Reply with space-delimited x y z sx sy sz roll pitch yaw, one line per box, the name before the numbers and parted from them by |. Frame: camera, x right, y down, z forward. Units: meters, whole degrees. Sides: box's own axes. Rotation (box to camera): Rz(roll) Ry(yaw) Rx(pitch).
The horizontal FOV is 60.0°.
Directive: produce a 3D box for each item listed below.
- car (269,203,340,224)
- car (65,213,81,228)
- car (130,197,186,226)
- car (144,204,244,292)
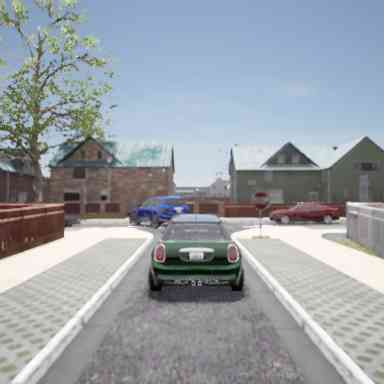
car | 8.270 1.577 24.717 5.008 1.535 1.882 -1 -2 1
car | -9.875 1.687 21.999 4.892 1.490 1.837 0 -2 1
car | -2.332 1.371 23.103 2.150 2.045 5.566 2 -2 -33
car | 0.098 1.388 9.208 2.097 1.767 4.553 0 0 0
